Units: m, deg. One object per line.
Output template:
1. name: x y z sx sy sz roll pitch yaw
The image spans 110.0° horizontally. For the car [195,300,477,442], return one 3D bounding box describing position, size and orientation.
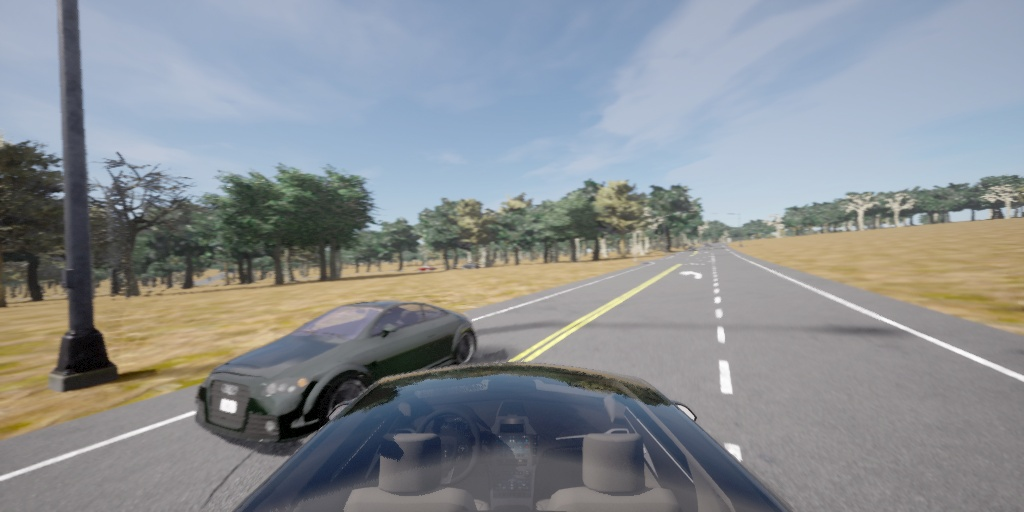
1. car: -2.317 1.444 5.794 1.994 1.385 4.181 -3 0 25
